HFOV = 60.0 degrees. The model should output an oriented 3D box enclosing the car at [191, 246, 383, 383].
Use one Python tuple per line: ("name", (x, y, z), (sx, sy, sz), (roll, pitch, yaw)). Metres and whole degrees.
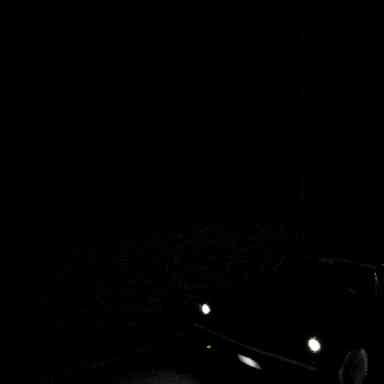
("car", (2.187, 1.636, 5.309), (1.895, 1.301, 4.718), (0, -1, 45))
